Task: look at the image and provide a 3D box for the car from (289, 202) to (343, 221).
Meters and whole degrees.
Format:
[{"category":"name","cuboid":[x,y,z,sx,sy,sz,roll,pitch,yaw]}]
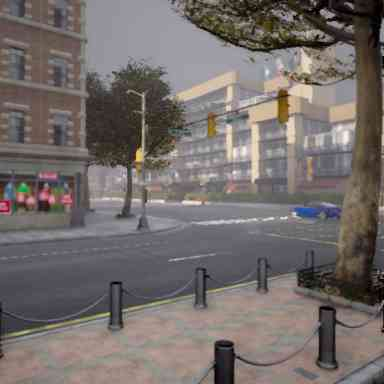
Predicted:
[{"category":"car","cuboid":[10.697,1.576,28.766,1.882,1.535,5.008,1,0,-30]}]
